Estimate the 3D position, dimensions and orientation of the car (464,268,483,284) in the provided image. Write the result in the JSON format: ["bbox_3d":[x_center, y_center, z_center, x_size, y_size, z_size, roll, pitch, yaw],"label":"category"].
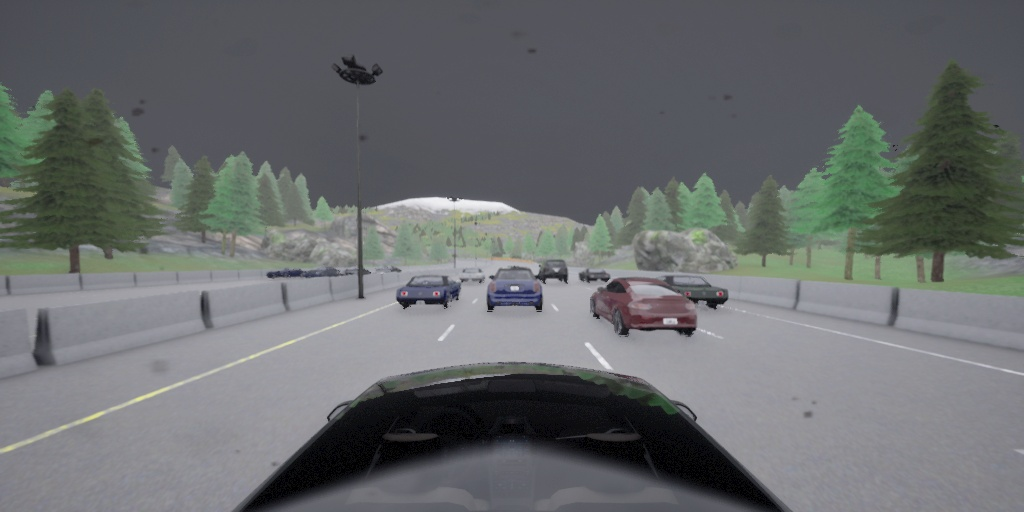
[{"bbox_3d":[-3.394,1.707,31.434,1.895,1.301,4.718,0,-1,0],"label":"car"}]

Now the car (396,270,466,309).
[{"bbox_3d":[-3.397,1.473,15.595,1.895,1.301,4.718,0,-1,0],"label":"car"}]

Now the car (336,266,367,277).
[{"bbox_3d":[-17.581,1.848,40.473,1.994,1.385,4.181,0,-1,0],"label":"car"}]

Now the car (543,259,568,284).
[{"bbox_3d":[3.606,1.334,31.799,2.150,2.045,5.566,0,-1,0],"label":"car"}]

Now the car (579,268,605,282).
[{"bbox_3d":[7.106,1.707,31.419,1.895,1.301,4.718,0,-1,0],"label":"car"}]

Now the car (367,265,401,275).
[{"bbox_3d":[-14.082,1.778,40.590,2.128,1.511,4.902,0,-1,0],"label":"car"}]

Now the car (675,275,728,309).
[{"bbox_3d":[7.103,1.473,15.554,1.895,1.301,4.718,0,-1,0],"label":"car"}]

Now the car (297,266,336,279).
[{"bbox_3d":[-21.086,1.822,40.053,2.033,1.411,5.357,0,-1,0],"label":"car"}]

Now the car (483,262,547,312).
[{"bbox_3d":[0.103,1.219,15.094,2.097,1.767,4.553,0,-1,0],"label":"car"}]

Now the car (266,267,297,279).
[{"bbox_3d":[-24.584,1.859,39.281,1.895,1.301,4.718,0,-1,0],"label":"car"}]

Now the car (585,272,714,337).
[{"bbox_3d":[3.602,1.344,10.448,1.812,1.442,4.674,0,-1,0],"label":"car"}]
